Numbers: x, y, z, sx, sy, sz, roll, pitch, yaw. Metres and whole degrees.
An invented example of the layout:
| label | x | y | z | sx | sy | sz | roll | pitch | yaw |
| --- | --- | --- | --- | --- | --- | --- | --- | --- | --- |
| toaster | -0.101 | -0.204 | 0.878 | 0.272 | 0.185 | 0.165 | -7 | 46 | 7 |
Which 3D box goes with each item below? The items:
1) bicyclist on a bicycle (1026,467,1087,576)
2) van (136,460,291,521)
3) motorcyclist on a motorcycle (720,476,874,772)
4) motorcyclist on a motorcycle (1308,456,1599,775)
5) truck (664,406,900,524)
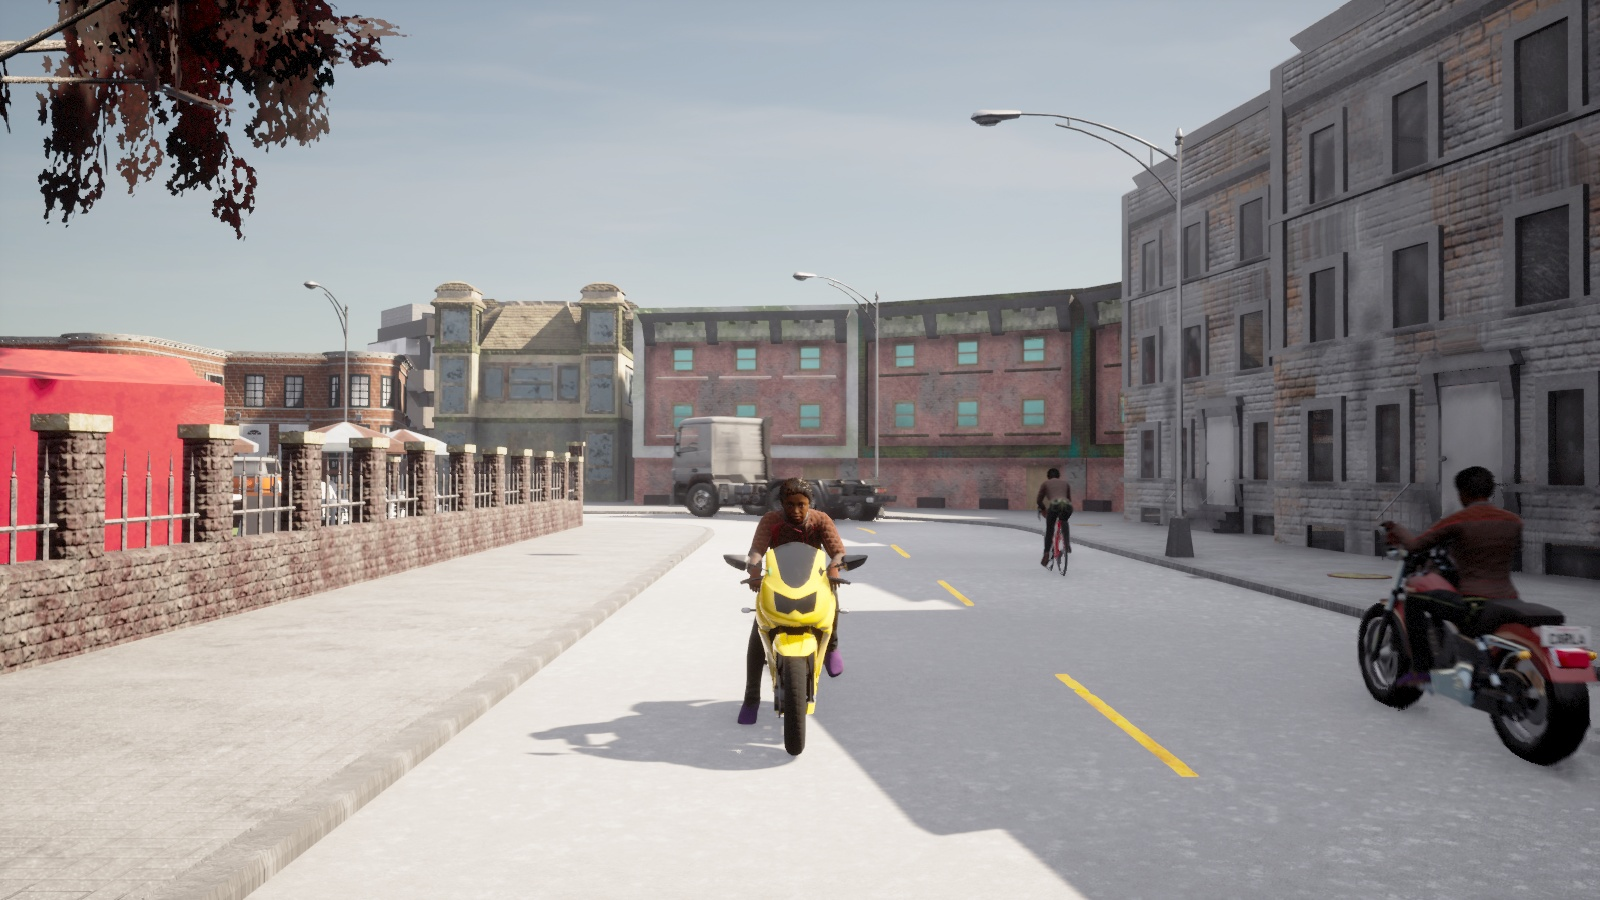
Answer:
| label | x | y | z | sx | sy | sz | roll | pitch | yaw |
| --- | --- | --- | --- | --- | --- | --- | --- | --- | --- |
| bicyclist on a bicycle | 3.949 | 1.077 | 19.437 | 0.582 | 1.620 | 1.656 | 0 | -1 | 0 |
| van | -19.921 | 1.363 | 42.747 | 4.442 | 1.987 | 1.775 | 0 | -1 | 0 |
| motorcyclist on a motorcycle | -0.020 | 0.923 | 7.552 | 0.797 | 1.523 | 2.044 | 0 | -1 | 0 |
| motorcyclist on a motorcycle | 3.979 | 0.878 | 7.678 | 0.766 | 1.649 | 2.350 | 0 | -1 | 0 |
| truck | -0.750 | 0.521 | 40.828 | 7.936 | 3.462 | 2.891 | -1 | -2 | 44 |
